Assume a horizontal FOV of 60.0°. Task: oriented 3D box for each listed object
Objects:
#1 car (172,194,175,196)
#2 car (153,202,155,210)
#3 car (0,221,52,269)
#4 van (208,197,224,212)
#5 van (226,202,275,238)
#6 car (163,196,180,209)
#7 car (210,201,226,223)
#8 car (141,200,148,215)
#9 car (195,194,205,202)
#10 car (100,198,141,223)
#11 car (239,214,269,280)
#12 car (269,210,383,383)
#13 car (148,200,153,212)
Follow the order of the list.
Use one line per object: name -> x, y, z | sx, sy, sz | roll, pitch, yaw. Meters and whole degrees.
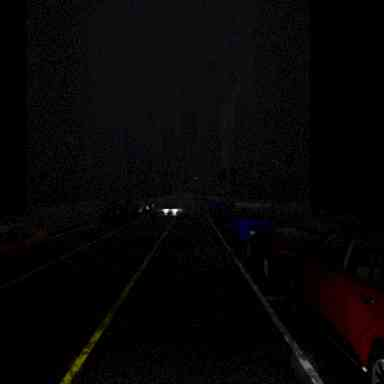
car -> -5.992, 1.845, 85.177 | 2.008, 1.369, 4.403 | 0, 0, -1
car -> -5.781, 1.695, 42.995 | 2.008, 1.369, 4.403 | 0, 0, 0
car -> -5.767, 1.557, 9.746 | 1.752, 1.417, 4.829 | 0, 0, 0
van -> 2.746, 1.467, 37.488 | 1.690, 1.788, 3.998 | 0, 0, 0
van -> 2.755, 1.393, 15.438 | 1.690, 1.788, 3.998 | 0, 0, 0
car -> -3.037, 1.726, 48.035 | 1.994, 1.385, 4.181 | 0, 0, 1
car -> 2.751, 1.654, 26.463 | 1.947, 1.339, 4.313 | 0, 0, 0
car -> -5.777, 1.657, 31.969 | 2.008, 1.369, 4.403 | 0, 0, 0
car -> 2.533, 1.846, 85.255 | 2.008, 1.369, 4.403 | 0, 0, -1
car -> -5.775, 1.403, 26.457 | 2.192, 1.841, 5.009 | 0, 0, 0
car -> 2.758, 1.578, 9.925 | 1.887, 1.381, 4.507 | 0, 0, 0
car -> 2.760, 1.330, 4.413 | 2.192, 1.841, 5.009 | 0, 0, 0
car -> -5.779, 1.650, 37.312 | 1.752, 1.417, 4.829 | 0, 0, 0
